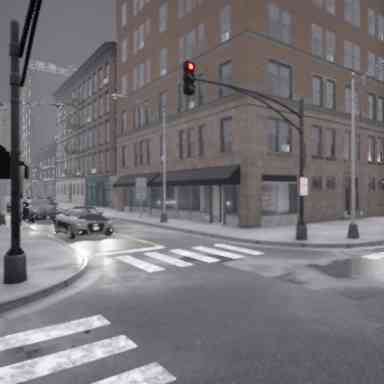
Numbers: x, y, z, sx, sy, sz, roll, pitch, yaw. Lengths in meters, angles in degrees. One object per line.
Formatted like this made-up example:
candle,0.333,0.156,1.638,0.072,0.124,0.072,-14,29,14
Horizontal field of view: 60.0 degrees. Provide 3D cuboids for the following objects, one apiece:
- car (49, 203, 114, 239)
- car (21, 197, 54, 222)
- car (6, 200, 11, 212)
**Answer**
car,-5.491,1.454,16.710,1.994,1.385,4.181,0,0,-36
car,-11.163,1.181,24.635,2.097,1.767,4.553,0,0,-36
car,-16.992,1.368,32.788,1.895,1.301,4.718,0,0,-35
